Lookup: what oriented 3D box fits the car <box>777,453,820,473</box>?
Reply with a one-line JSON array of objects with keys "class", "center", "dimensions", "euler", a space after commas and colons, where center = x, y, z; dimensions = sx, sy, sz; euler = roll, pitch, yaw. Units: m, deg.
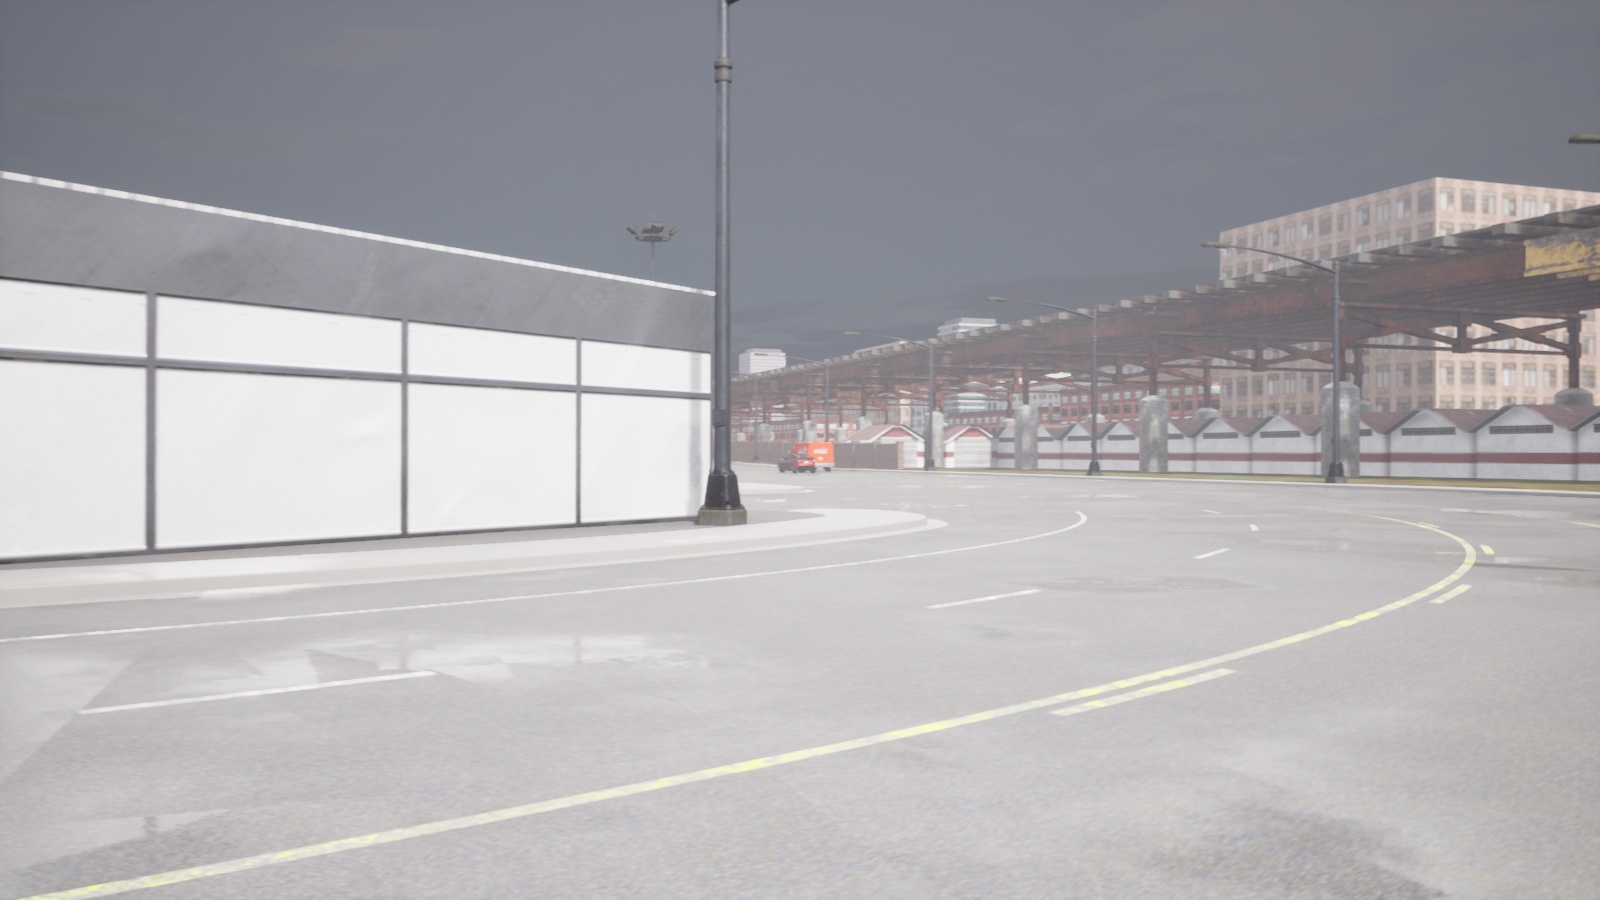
[{"class": "car", "center": [-0.156, 0.999, 97.955], "dimensions": [2.007, 1.525, 4.514], "euler": [0, 0, -20]}]
